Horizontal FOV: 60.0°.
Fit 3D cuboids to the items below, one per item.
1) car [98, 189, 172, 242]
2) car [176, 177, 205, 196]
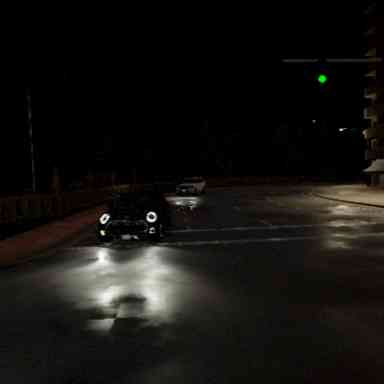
[{"bbox_3d":[-2.034,0.759,12.897,2.097,1.767,4.553,-2,3,3],"label":"car"},{"bbox_3d":[-0.046,-0.660,38.590,2.150,2.045,5.566,-1,3,18],"label":"car"}]
